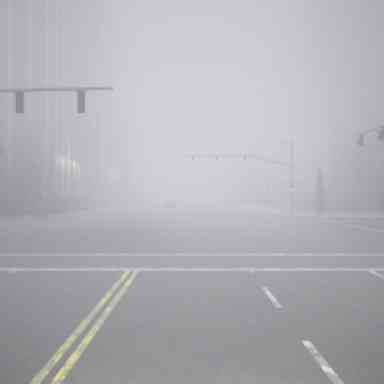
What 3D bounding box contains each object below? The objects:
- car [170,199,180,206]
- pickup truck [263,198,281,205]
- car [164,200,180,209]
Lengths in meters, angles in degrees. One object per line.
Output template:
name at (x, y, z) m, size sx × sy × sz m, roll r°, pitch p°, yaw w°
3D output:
car at (-3.535, 2.238, 70.373) m, size 1.895 × 1.301 × 4.718 m, roll 0°, pitch -1°, yaw 0°
pickup truck at (16.587, 1.686, 68.688) m, size 2.390 × 2.098 × 6.274 m, roll 0°, pitch -1°, yaw 30°
car at (-3.579, 2.049, 54.963) m, size 2.033 × 1.411 × 5.357 m, roll 0°, pitch -1°, yaw 1°
